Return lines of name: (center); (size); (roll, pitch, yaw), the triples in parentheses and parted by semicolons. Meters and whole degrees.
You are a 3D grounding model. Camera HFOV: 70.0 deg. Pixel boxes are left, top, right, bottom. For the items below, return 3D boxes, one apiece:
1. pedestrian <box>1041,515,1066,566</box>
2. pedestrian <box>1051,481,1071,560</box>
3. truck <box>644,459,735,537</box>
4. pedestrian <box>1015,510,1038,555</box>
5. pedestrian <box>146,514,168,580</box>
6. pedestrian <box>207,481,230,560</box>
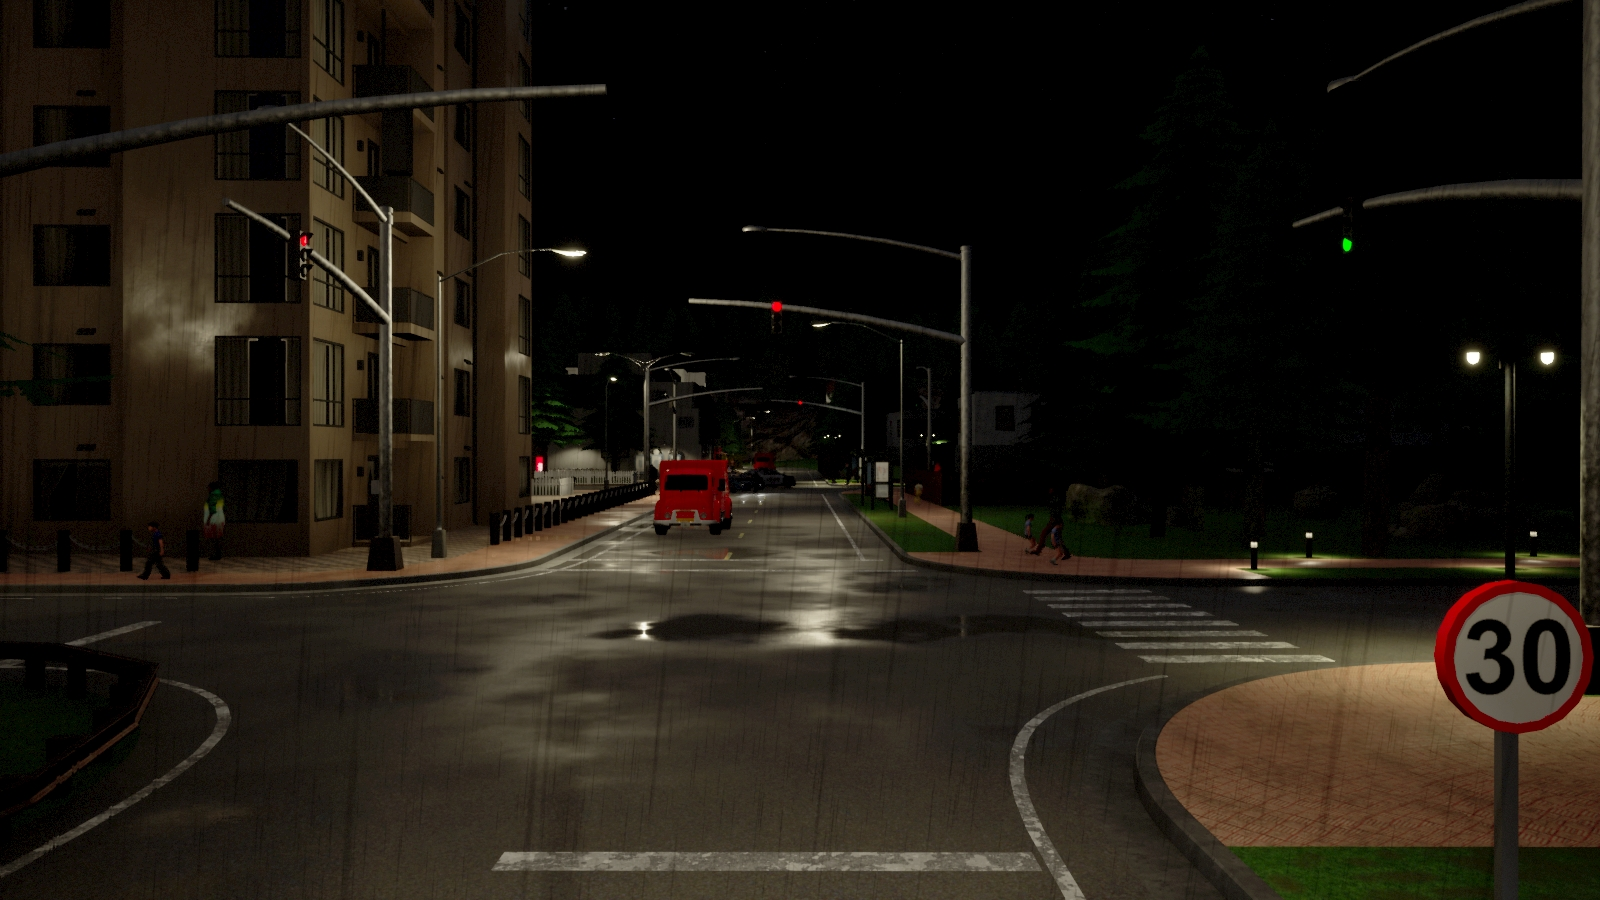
pedestrian: (5.786, 2.057, 26.037); (0.500, 1.100, 0.500); (0, 0, 19)
pedestrian: (6.205, 1.675, 27.151); (0.375, 1.860, 0.375); (0, 0, -1)
truck: (-3.689, 1.548, 39.174); (2.627, 2.467, 5.204); (0, 0, 0)
pedestrian: (5.678, 2.058, 28.676); (0.500, 1.100, 0.500); (0, 0, 4)
pedestrian: (-13.164, 1.974, 23.386); (0.375, 1.300, 0.375); (0, 0, -31)
pedestrian: (-13.917, 1.677, 27.352); (0.375, 1.860, 0.375); (0, 0, -5)
